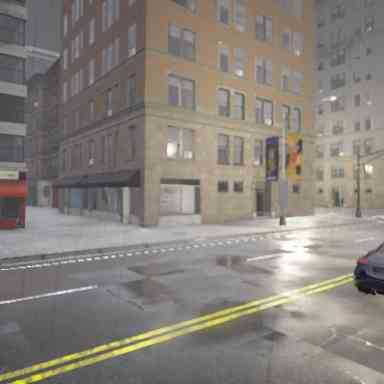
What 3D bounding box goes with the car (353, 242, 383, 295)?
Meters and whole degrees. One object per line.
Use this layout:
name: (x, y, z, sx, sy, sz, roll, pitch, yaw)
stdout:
car: (5.566, 1.613, 7.757, 4.181, 1.385, 1.994, 0, 0, -38)
